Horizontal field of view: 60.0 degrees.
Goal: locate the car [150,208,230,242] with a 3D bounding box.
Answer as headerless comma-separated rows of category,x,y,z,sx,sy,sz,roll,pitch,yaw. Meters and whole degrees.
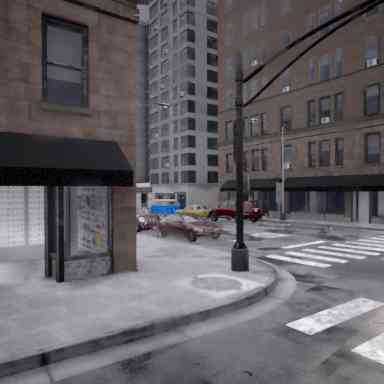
car,-0.242,1.778,17.626,1.802,1.307,4.206,-1,0,-36

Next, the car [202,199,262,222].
car,3.456,1.521,27.073,2.192,1.841,5.009,-1,0,-36

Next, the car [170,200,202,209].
car,0.147,1.804,31.679,1.752,1.417,4.829,-1,0,-36

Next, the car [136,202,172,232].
car,-3.460,1.705,22.093,1.967,1.590,4.097,-1,0,-36

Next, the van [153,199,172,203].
van,-2.973,1.688,36.009,1.690,1.788,3.998,-1,0,-36
